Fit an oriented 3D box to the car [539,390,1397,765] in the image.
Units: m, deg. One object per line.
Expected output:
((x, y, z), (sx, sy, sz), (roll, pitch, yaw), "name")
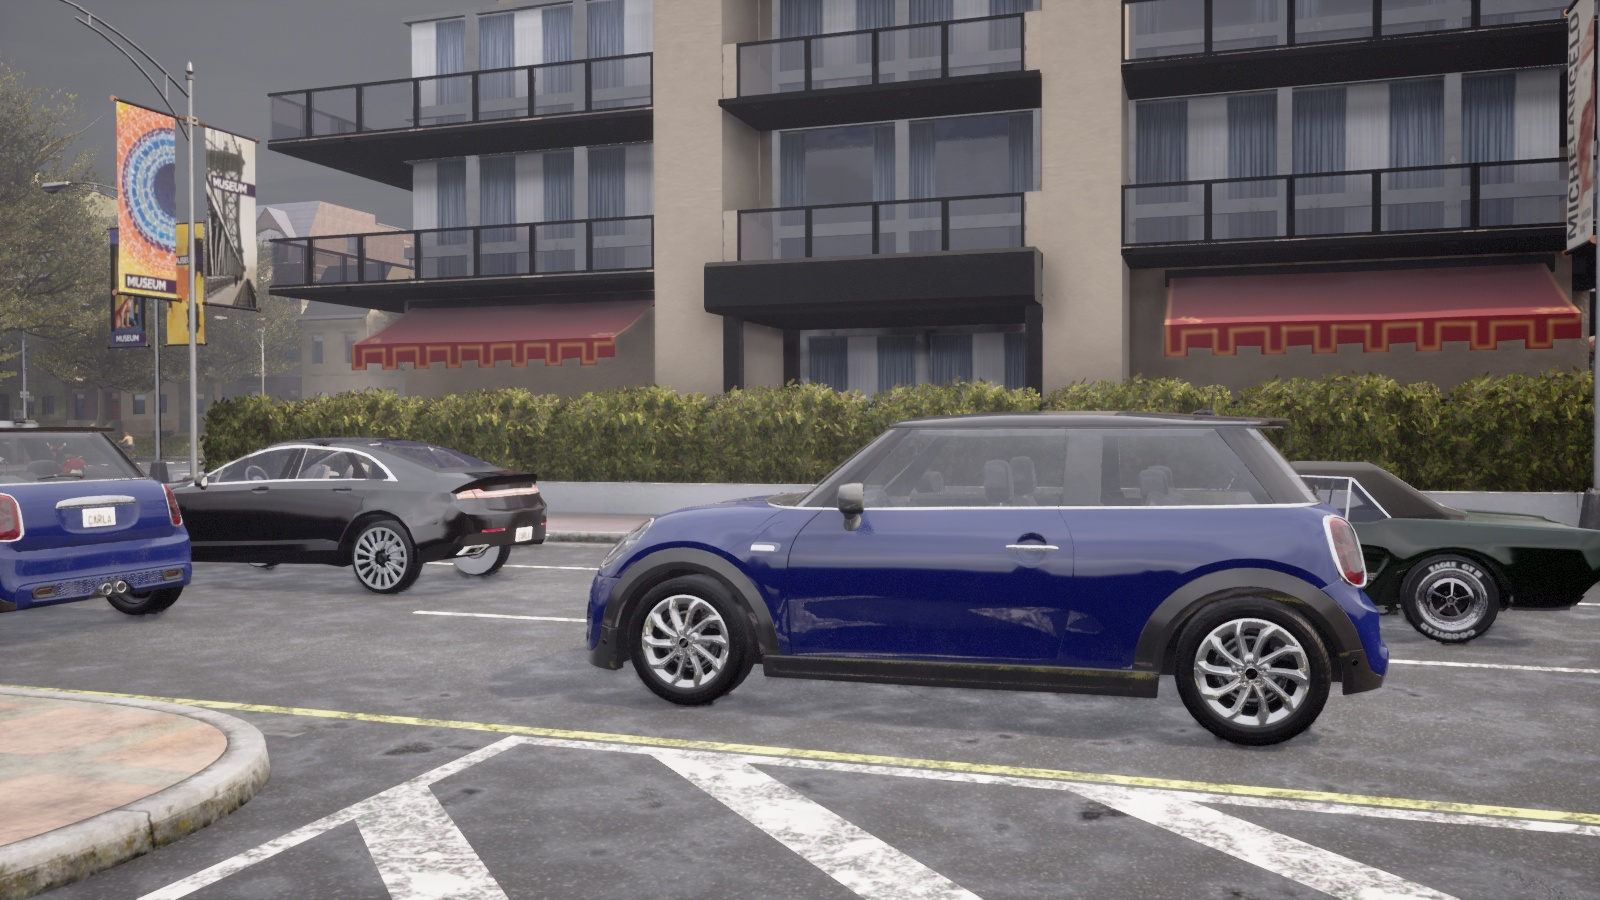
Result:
((0.966, 0.567, 7.615), (4.553, 1.767, 2.097), (1, 1, 18), "car")

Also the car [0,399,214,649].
((-7.503, 0.489, 10.465), (4.553, 1.767, 2.097), (1, 1, 19), "car")

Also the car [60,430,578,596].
((-5.065, 0.550, 13.338), (4.902, 1.511, 2.128), (1, 1, 19), "car")

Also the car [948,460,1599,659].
((3.746, 0.775, 10.374), (4.718, 1.301, 1.895), (1, 1, 19), "car")
